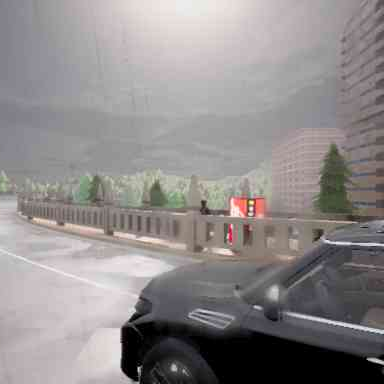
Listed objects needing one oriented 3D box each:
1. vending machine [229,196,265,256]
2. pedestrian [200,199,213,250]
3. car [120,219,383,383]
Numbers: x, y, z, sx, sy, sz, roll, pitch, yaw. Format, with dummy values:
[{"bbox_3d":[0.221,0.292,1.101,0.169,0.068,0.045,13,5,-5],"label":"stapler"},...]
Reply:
[{"bbox_3d":[2.065,1.195,12.419,0.880,2.100,1.100,0,0,41],"label":"vending machine"},{"bbox_3d":[0.439,1.141,11.839,0.375,1.860,0.375,0,0,41],"label":"pedestrian"},{"bbox_3d":[1.883,1.222,2.724,5.566,2.045,2.150,0,0,36],"label":"car"}]
